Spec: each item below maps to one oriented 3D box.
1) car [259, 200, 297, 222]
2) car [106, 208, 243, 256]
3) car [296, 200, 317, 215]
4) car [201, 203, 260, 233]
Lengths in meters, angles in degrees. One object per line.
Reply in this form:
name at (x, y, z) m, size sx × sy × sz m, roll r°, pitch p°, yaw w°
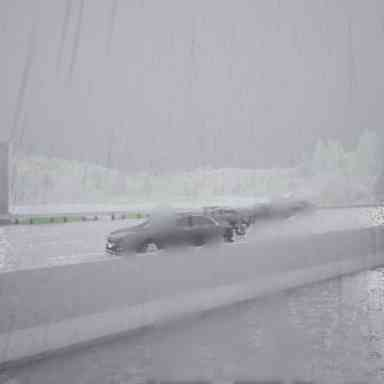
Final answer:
car at (5.143, 1.567, 24.864) m, size 5.357 × 1.411 × 2.033 m, roll 0°, pitch 0°, yaw -36°
car at (-0.657, 1.515, 12.123) m, size 4.892 × 1.490 × 1.837 m, roll 1°, pitch 0°, yaw -36°
car at (10.343, 1.532, 32.872) m, size 4.892 × 1.490 × 1.837 m, roll 0°, pitch 0°, yaw -35°
car at (0.981, 1.505, 17.593) m, size 4.902 × 1.511 × 2.128 m, roll 0°, pitch 0°, yaw -36°
